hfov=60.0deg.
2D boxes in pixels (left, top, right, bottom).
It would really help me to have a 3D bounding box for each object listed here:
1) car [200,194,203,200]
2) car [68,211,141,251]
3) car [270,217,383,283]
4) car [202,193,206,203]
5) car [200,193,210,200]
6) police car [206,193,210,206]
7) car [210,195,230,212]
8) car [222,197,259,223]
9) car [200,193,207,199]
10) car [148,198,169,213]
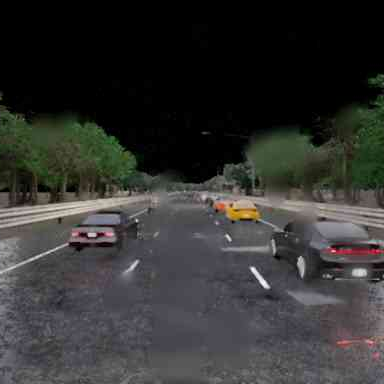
[{"bbox_3d":[3.242,1.366,69.208,1.895,1.301,4.718,0,0,0],"label":"car"},{"bbox_3d":[-3.403,1.498,13.825,2.033,1.411,5.357,0,0,0],"label":"car"},{"bbox_3d":[3.597,1.471,9.560,1.837,1.490,4.892,0,0,0],"label":"car"},{"bbox_3d":[3.317,1.281,58.178,1.882,1.535,5.008,0,0,0],"label":"car"},{"bbox_3d":[3.169,1.078,80.146,2.097,1.767,4.553,0,0,0],"label":"car"},{"bbox_3d":[3.390,1.265,47.288,1.930,1.638,5.238,0,0,0],"label":"police car"},{"bbox_3d":[3.465,1.229,36.148,2.097,1.767,4.553,0,0,0],"label":"car"},{"bbox_3d":[3.594,1.393,24.340,1.882,1.535,5.008,0,0,0],"label":"car"},{"bbox_3d":[3.095,1.164,91.177,1.882,1.535,5.008,0,0,0],"label":"car"},{"bbox_3d":[-3.433,1.373,34.546,2.128,1.511,4.902,0,0,0],"label":"car"}]
